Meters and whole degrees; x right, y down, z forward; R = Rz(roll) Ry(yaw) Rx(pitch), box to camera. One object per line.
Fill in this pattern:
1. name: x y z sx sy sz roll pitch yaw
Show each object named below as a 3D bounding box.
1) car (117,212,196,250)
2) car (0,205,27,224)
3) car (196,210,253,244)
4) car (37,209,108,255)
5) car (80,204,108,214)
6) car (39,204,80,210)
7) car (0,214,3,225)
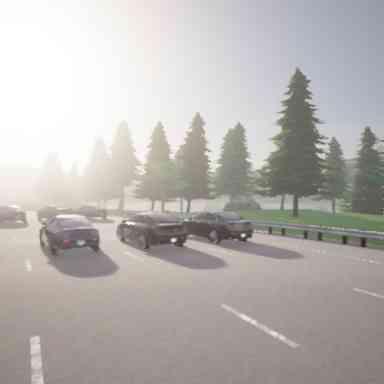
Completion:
1. car: -1.989 1.690 15.500 1.837 1.490 4.892 1 0 -31
2. car: -15.158 1.836 27.597 1.812 1.442 4.674 1 -1 -43
3. car: 1.079 1.713 17.186 1.837 1.490 4.892 1 0 -31
4. car: -5.255 1.688 14.137 1.812 1.442 4.674 1 -1 -31
5. car: -9.839 1.896 32.146 1.812 1.442 4.674 1 -1 -43
6. car: -12.232 1.830 29.589 2.128 1.511 4.902 1 -1 -43
7. car: -8.502 1.620 12.742 1.882 1.535 5.008 1 -1 -31
